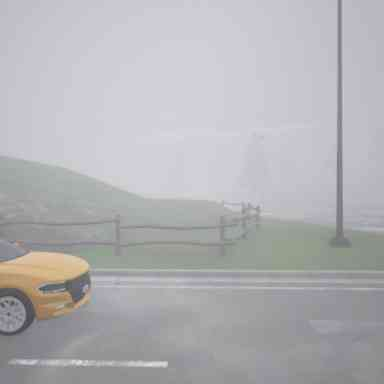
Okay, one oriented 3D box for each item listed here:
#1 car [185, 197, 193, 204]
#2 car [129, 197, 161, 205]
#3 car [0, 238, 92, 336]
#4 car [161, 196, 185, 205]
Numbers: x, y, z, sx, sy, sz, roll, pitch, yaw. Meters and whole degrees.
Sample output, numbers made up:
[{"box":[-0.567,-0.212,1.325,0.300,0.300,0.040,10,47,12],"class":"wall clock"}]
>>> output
[{"box":[-2.095,1.527,62.183,4.674,1.442,1.812,0,0,30],"class":"car"},{"box":[-8.025,1.566,57.122,4.181,1.385,1.994,0,0,27],"class":"car"},{"box":[-4.420,1.478,6.125,5.008,1.535,1.882,0,0,2],"class":"car"},{"box":[-4.393,1.495,59.456,4.902,1.511,2.128,0,0,30],"class":"car"}]
